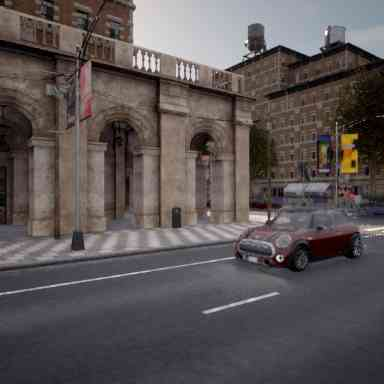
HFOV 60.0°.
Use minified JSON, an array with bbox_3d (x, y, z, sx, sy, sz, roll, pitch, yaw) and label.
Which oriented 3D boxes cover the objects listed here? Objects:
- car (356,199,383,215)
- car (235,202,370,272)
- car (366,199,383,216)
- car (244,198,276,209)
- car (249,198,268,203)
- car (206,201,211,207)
[{"bbox_3d":[19.001,1.477,32.593,1.882,1.535,5.008,0,0,-36],"label":"car"},{"bbox_3d":[3.565,1.352,10.901,4.553,1.767,2.097,0,0,-36],"label":"car"},{"bbox_3d":[16.988,1.564,29.397,1.994,1.385,4.181,0,0,-36],"label":"car"},{"bbox_3d":[9.369,1.564,46.000,1.994,1.385,4.181,0,0,-36],"label":"car"},{"bbox_3d":[8.717,1.601,40.907,1.895,1.301,4.718,0,0,-36],"label":"car"},{"bbox_3d":[1.151,1.595,46.040,1.895,1.301,4.718,0,0,-36],"label":"car"}]
